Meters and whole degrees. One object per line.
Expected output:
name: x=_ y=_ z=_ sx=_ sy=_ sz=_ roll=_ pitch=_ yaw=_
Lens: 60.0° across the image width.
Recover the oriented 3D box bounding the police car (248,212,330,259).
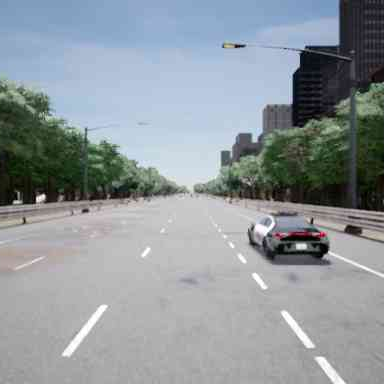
police car: x=3.492 y=1.576 z=13.061 sx=2.038 sy=1.542 sz=4.974 roll=0 pitch=0 yaw=0
